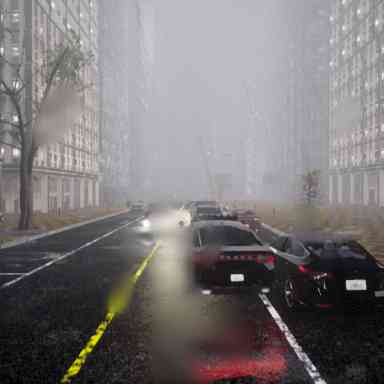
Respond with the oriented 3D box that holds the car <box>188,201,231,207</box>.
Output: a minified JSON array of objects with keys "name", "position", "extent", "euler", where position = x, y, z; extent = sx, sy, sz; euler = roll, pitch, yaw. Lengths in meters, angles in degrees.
[{"name":"car","position":[0.877,1.499,18.812],"extent":[1.837,1.490,4.892],"euler":[0,0,0]}]

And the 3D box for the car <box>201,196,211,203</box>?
[{"name":"car","position":[2.904,1.514,69.614],"extent":[2.008,1.369,4.403],"euler":[-1,0,0]}]

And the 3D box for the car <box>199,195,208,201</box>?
[{"name":"car","position":[2.958,1.499,86.543],"extent":[2.008,1.369,4.403],"euler":[-1,0,0]}]

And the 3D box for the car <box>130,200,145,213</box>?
[{"name":"car","position":[-5.586,1.536,35.774],"extent":[2.008,1.369,4.403],"euler":[-1,0,0]}]

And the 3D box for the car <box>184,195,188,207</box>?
[{"name":"car","position":[0.191,1.543,46.462],"extent":[1.994,1.385,4.181],"euler":[0,0,-1]}]

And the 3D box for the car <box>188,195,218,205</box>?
[{"name":"car","position":[0.925,1.342,24.782],"extent":[2.097,1.767,4.553],"euler":[0,0,0]}]

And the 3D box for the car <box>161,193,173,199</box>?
[{"name":"car","position":[-5.478,1.489,69.452],"extent":[1.752,1.417,4.829],"euler":[-1,0,0]}]

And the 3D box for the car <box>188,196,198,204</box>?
[{"name":"car","position":[0.201,1.532,63.810],"extent":[1.994,1.385,4.181],"euler":[0,0,0]}]

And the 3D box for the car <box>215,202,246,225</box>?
[{"name":"car","position":[2.759,1.516,24.642],"extent":[1.752,1.417,4.829],"euler":[-1,0,0]}]

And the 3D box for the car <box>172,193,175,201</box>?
[{"name":"car","position":[-5.459,1.541,75.263],"extent":[1.802,1.307,4.206],"euler":[-1,0,0]}]

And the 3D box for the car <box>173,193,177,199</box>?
[{"name":"car","position":[-5.426,1.263,86.546],"extent":[2.192,1.841,5.009],"euler":[-1,0,0]}]

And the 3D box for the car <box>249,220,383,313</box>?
[{"name":"car","position":[2.705,1.564,7.544],"extent":[1.947,1.339,4.313],"euler":[-1,0,0]}]

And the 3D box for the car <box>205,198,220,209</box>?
[{"name":"car","position":[2.831,1.524,47.044],"extent":[1.887,1.381,4.507],"euler":[-1,0,0]}]

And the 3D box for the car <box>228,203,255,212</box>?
[{"name":"car","position":[2.740,1.538,18.829],"extent":[1.887,1.381,4.507],"euler":[-1,0,0]}]

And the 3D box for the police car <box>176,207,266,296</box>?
[{"name":"police car","position":[0.632,1.422,8.879],"extent":[1.930,1.638,5.238],"euler":[0,0,-5]}]

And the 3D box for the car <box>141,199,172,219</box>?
[{"name":"car","position":[-3.005,1.589,29.450],"extent":[1.895,1.301,4.718],"euler":[0,0,0]}]
